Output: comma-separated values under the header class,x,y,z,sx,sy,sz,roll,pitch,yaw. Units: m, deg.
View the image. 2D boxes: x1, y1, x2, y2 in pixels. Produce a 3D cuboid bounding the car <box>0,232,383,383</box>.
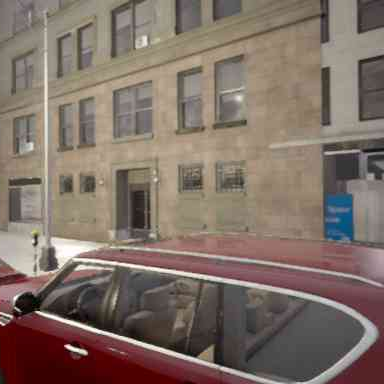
class,x,y,z,sx,sy,sz,roll,pitch,yaw
car,-0.198,1.334,3.110,5.009,1.841,2.192,-1,-1,35
